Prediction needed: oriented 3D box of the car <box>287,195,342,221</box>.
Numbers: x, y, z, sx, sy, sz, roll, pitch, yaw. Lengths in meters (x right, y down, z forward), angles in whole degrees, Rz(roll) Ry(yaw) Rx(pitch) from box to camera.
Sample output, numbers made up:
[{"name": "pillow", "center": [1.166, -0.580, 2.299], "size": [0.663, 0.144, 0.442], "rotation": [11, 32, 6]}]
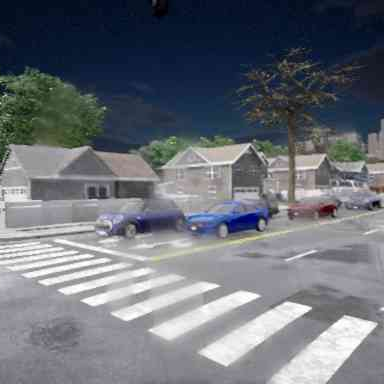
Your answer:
[{"name": "car", "center": [8.342, 1.073, 22.875], "size": [1.882, 1.535, 5.008], "rotation": [0, 1, 44]}]

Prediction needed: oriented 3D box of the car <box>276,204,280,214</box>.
[{"name": "car", "center": [4.093, 1.215, 23.142], "size": [2.033, 1.411, 5.357], "rotation": [-1, 1, 44]}]

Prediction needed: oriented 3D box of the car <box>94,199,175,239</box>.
[{"name": "car", "center": [-2.468, 1.178, 16.308], "size": [2.097, 1.767, 4.553], "rotation": [-1, 0, 44]}]

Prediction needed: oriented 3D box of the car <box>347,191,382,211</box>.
[{"name": "car", "center": [15.815, 0.715, 30.642], "size": [2.097, 1.767, 4.553], "rotation": [-1, 1, 44]}]

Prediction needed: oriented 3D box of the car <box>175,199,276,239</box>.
[{"name": "car", "center": [1.789, 1.240, 16.070], "size": [1.882, 1.535, 5.008], "rotation": [-1, 1, 44]}]

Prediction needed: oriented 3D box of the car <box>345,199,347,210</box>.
[{"name": "car", "center": [12.638, 0.960, 32.025], "size": [2.033, 1.411, 5.357], "rotation": [0, 1, 45]}]
